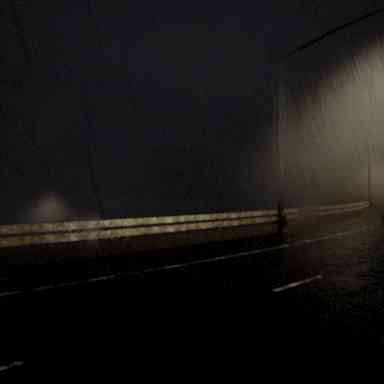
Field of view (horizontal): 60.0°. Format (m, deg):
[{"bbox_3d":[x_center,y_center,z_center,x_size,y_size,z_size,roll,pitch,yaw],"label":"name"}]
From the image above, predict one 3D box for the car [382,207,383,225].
[{"bbox_3d":[14.656,1.268,22.697,2.150,2.045,5.566,0,0,41],"label":"car"}]
